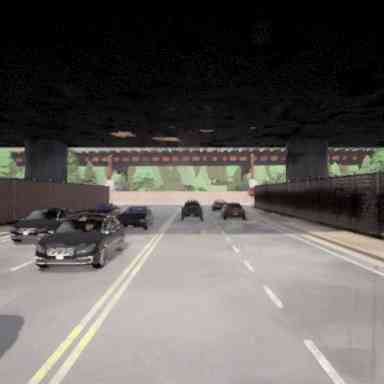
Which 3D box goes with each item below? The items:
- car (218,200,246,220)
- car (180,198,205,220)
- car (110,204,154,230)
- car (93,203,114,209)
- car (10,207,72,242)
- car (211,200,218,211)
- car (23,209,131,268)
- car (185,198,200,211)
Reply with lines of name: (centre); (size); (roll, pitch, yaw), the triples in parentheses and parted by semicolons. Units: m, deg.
car: (3.514, 1.604, 28.815); (1.812, 1.442, 4.674); (0, 0, 1)
car: (0.013, 1.583, 28.525); (1.837, 1.490, 4.892); (0, 0, 0)
car: (-3.584, 1.607, 21.957); (2.033, 1.411, 5.357); (0, 0, 0)
car: (-7.046, 1.621, 27.248); (2.033, 1.411, 5.357); (0, 0, 1)
car: (-7.087, 1.550, 16.595); (1.837, 1.490, 4.892); (0, 0, 0)
car: (3.556, 1.682, 42.951); (1.994, 1.385, 4.181); (0, 0, 0)
car: (-3.578, 1.536, 11.463); (1.837, 1.490, 4.892); (0, 0, 0)
car: (0.055, 1.622, 43.420); (1.837, 1.490, 4.892); (0, 0, 0)
